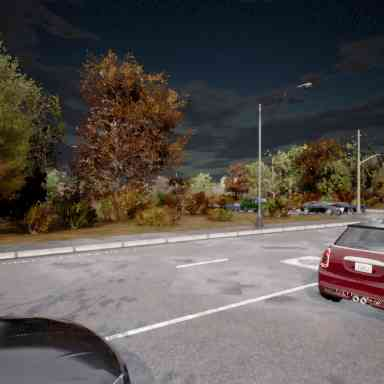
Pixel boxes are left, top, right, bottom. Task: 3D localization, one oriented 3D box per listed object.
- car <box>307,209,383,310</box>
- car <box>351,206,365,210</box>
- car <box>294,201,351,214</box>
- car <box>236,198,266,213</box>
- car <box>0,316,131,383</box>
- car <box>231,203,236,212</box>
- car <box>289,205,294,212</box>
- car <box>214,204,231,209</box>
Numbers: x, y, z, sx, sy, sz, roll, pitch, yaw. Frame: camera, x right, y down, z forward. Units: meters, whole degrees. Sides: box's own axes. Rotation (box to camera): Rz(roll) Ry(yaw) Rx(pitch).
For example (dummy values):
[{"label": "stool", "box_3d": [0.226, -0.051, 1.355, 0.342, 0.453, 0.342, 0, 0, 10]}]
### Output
[{"label": "car", "box_3d": [4.773, 1.362, 7.098, 4.553, 1.767, 2.097, 0, 0, -35]}, {"label": "car", "box_3d": [17.093, 1.826, 37.790, 1.895, 1.301, 4.718, 0, -1, -32]}, {"label": "car", "box_3d": [14.052, 1.708, 36.044, 2.128, 1.511, 4.902, 0, -1, -32]}, {"label": "car", "box_3d": [8.823, 1.767, 44.433, 2.150, 2.045, 5.566, 0, -3, -32]}, {"label": "car", "box_3d": [-2.718, 1.492, 1.814, 4.902, 1.511, 2.128, 0, 0, -35]}, {"label": "car", "box_3d": [6.896, 2.563, 54.135, 2.033, 1.411, 5.357, 0, -3, -32]}, {"label": "car", "box_3d": [12.107, 2.009, 45.779, 1.882, 1.535, 5.008, 0, -3, -32]}, {"label": "car", "box_3d": [3.626, 2.635, 52.773, 1.895, 1.301, 4.718, 0, -3, -32]}]
